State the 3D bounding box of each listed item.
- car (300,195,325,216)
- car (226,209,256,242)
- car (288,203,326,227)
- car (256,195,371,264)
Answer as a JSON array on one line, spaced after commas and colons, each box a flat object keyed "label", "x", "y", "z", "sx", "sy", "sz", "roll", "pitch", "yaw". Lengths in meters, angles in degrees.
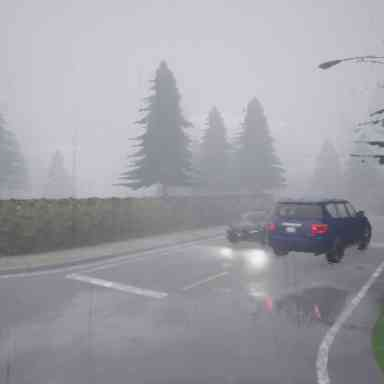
[{"label": "car", "x": 12.536, "y": 1.339, "z": 34.884, "sx": 2.150, "sy": 2.045, "sz": 5.566, "roll": -1, "pitch": 0, "yaw": 16}, {"label": "car", "x": 3.383, "y": 1.582, "z": 16.221, "sx": 1.837, "sy": 1.490, "sz": 4.892, "roll": -1, "pitch": 0, "yaw": 34}, {"label": "car", "x": 8.793, "y": 1.634, "z": 25.100, "sx": 2.033, "sy": 1.411, "sz": 5.357, "roll": -1, "pitch": 0, "yaw": 26}, {"label": "car", "x": 4.848, "y": 1.259, "z": 12.334, "sx": 2.150, "sy": 2.045, "sz": 5.566, "roll": 0, "pitch": 0, "yaw": 42}]
